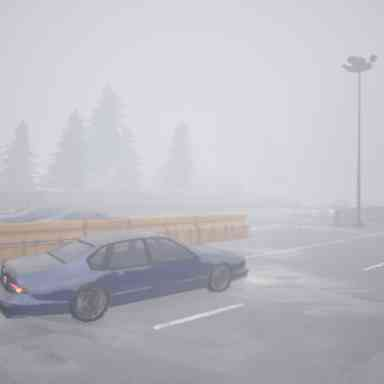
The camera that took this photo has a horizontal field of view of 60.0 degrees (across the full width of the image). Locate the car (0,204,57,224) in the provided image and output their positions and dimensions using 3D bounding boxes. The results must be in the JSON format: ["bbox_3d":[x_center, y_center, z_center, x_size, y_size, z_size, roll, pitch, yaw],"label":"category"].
[{"bbox_3d":[-8.808,1.544,19.354,5.008,1.535,1.882,1,0,-37],"label":"car"}]

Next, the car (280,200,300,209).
[{"bbox_3d":[16.032,1.996,53.699,2.033,1.411,5.357,0,0,38],"label":"car"}]

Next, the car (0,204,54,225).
[{"bbox_3d":[-13.306,1.619,24.683,5.357,1.411,2.033,1,0,-36],"label":"car"}]

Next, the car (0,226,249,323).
[{"bbox_3d":[-1.199,1.586,7.268,5.357,1.411,2.033,1,0,-36],"label":"car"}]

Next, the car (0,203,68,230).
[{"bbox_3d":[-11.032,1.560,22.057,4.902,1.511,2.128,1,0,-37],"label":"car"}]

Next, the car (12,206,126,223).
[{"bbox_3d":[-5.941,1.618,17.083,5.357,1.411,2.033,1,0,-37],"label":"car"}]

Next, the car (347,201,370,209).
[{"bbox_3d":[23.423,1.974,46.200,1.812,1.442,4.674,0,0,38],"label":"car"}]

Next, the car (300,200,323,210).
[{"bbox_3d":[18.931,1.981,51.823,1.812,1.442,4.674,0,0,38],"label":"car"}]

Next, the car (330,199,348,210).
[{"bbox_3d":[22.894,1.829,51.254,2.097,1.767,4.553,0,0,37],"label":"car"}]
